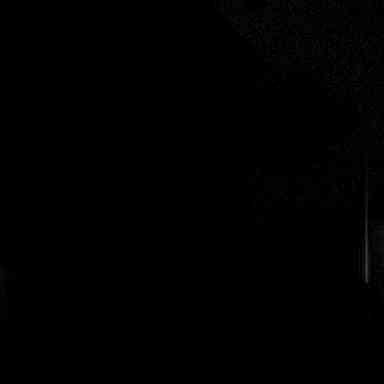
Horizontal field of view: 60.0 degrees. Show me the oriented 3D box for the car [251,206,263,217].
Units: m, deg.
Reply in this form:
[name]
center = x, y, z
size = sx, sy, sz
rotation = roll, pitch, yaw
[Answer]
[car]
center = 5.341, 1.911, 34.315
size = 1.994, 1.385, 4.181
rotation = 0, -1, -35
